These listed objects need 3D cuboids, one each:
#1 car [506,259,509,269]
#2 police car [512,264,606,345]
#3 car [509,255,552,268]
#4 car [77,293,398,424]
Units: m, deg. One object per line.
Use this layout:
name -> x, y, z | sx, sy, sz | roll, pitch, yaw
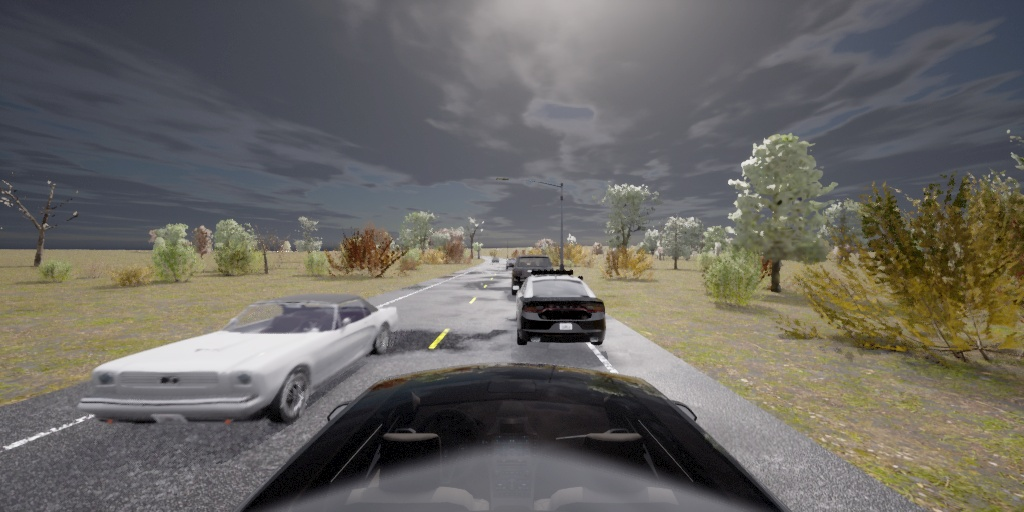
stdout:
car -> 0.076, 1.209, 52.231 | 2.033, 1.411, 5.357 | 0, 0, 1
police car -> 1.054, 1.170, 9.592 | 1.930, 1.638, 5.238 | 0, 0, 0
car -> 1.057, 0.957, 19.512 | 2.150, 2.045, 5.566 | 0, 0, 0
car -> -3.498, 1.349, 5.861 | 1.895, 1.301, 4.718 | 0, 0, 0
